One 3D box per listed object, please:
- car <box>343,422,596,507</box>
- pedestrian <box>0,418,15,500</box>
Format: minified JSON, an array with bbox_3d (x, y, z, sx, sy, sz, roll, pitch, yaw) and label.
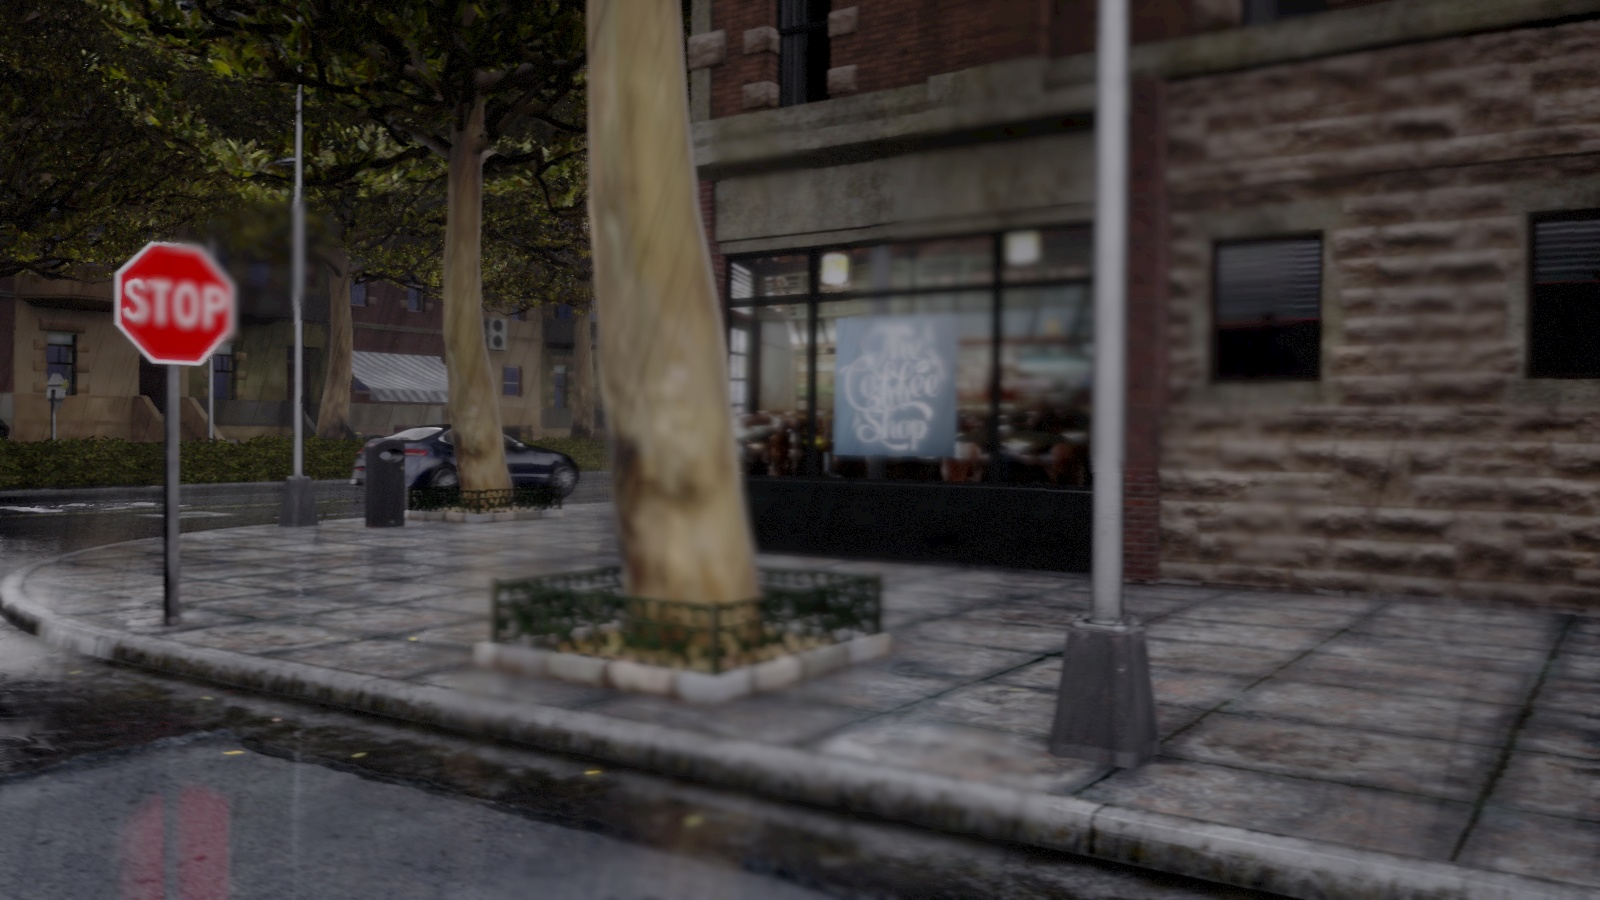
[{"bbox_3d":[-6.925,0.239,26.856,2.152,1.651,5.027,0,1,34],"label":"car"},{"bbox_3d":[-19.052,0.207,29.709,0.402,1.930,0.666,0,1,36],"label":"pedestrian"}]
